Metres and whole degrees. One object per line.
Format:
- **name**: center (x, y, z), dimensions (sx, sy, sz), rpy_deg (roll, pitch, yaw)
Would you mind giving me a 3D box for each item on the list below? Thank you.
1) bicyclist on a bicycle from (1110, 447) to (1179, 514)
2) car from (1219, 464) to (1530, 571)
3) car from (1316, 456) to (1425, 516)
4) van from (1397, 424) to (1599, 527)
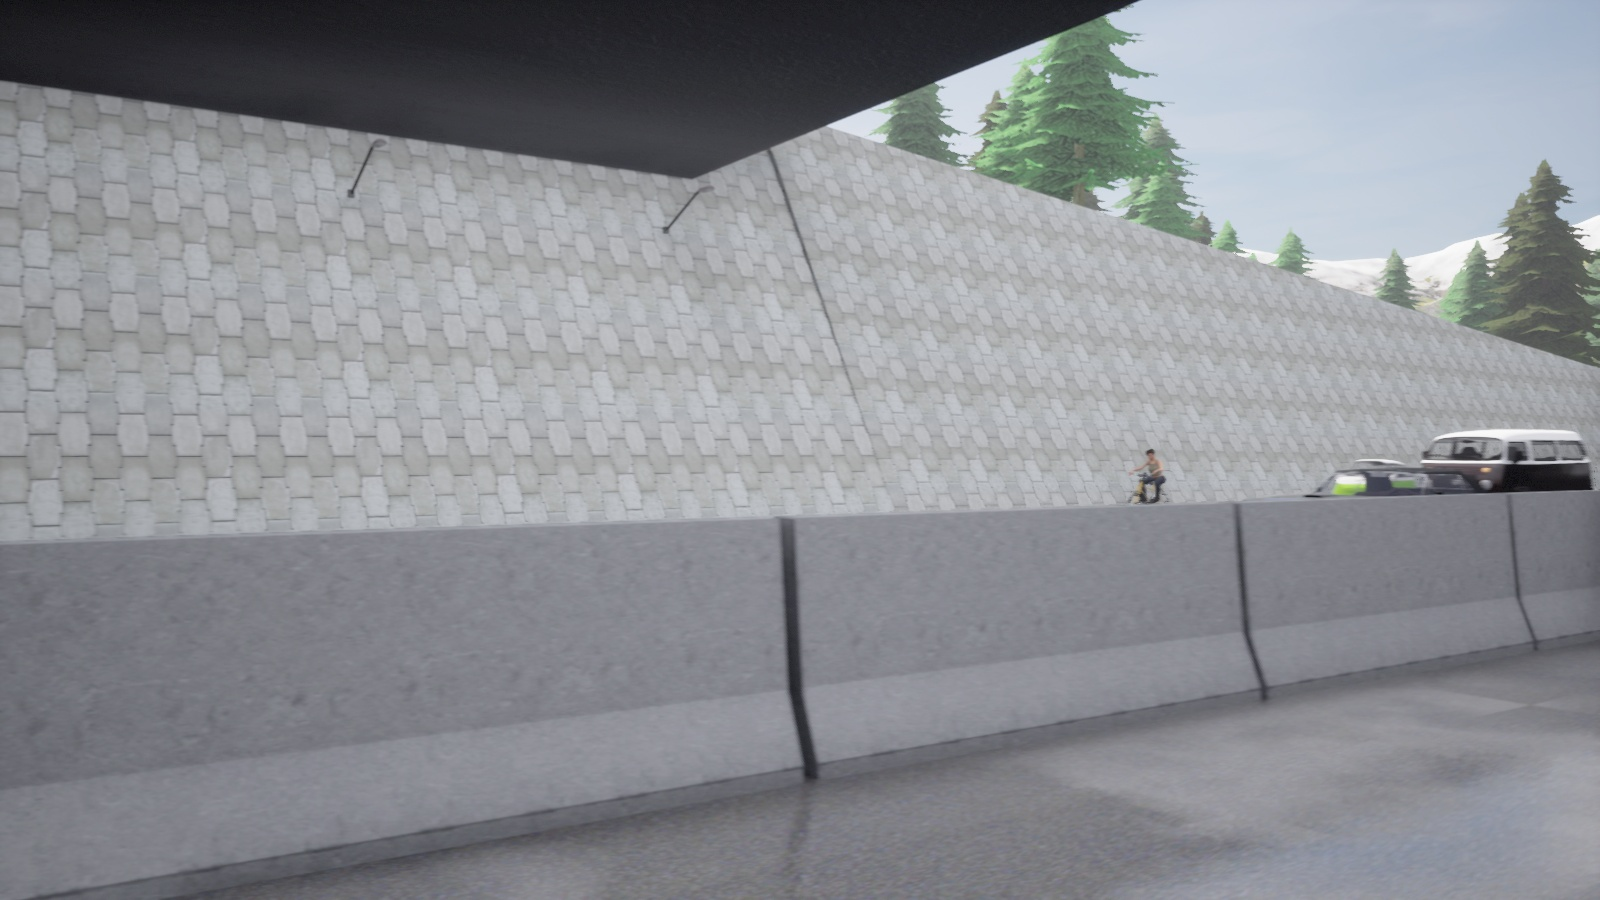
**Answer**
- **bicyclist on a bicycle**: center (8.464, 0.739, 30.854), dimensions (1.509, 1.612, 0.866), rpy_deg (0, 0, -35)
- **car**: center (8.271, 0.872, 17.936), dimensions (4.718, 1.301, 1.895), rpy_deg (0, 0, -35)
- **car**: center (13.766, 0.845, 30.284), dimensions (2.207, 1.376, 1.481), rpy_deg (0, 0, -35)
- **van**: center (15.004, 0.502, 26.883), dimensions (4.480, 2.038, 2.069), rpy_deg (0, 0, -35)
